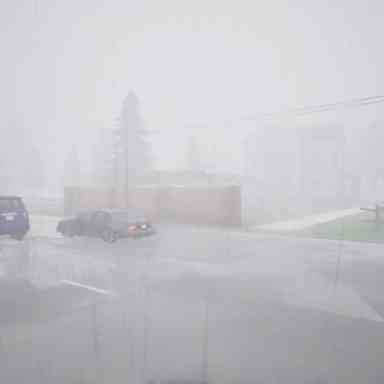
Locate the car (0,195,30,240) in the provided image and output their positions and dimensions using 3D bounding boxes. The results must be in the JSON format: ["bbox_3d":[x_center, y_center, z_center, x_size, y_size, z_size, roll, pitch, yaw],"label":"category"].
[{"bbox_3d":[-9.646,1.152,15.175,5.566,2.045,2.150,0,0,36],"label":"car"}]

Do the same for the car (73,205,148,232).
[{"bbox_3d":[-5.105,1.534,20.533,4.718,1.301,1.895,0,0,36],"label":"car"}]

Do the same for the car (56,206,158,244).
[{"bbox_3d":[-4.075,1.496,15.497,5.357,1.411,2.033,0,0,36],"label":"car"}]
